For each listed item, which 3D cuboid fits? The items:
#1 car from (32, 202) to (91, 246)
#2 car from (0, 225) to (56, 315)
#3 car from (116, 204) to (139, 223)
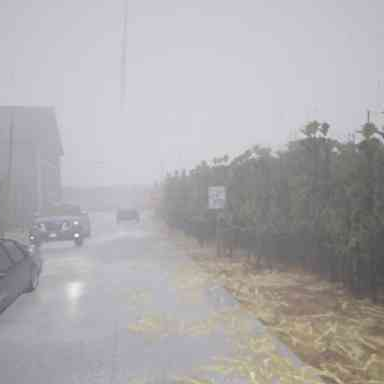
[{"bbox_3d":[-6.541,1.554,17.074,2.150,2.045,5.566,-2,-1,-11],"label":"car"},{"bbox_3d":[-4.409,1.705,6.555,2.033,1.411,5.357,-2,0,-11],"label":"car"},{"bbox_3d":[-5.706,1.841,29.507,1.882,1.535,5.008,-2,0,-12],"label":"car"}]
